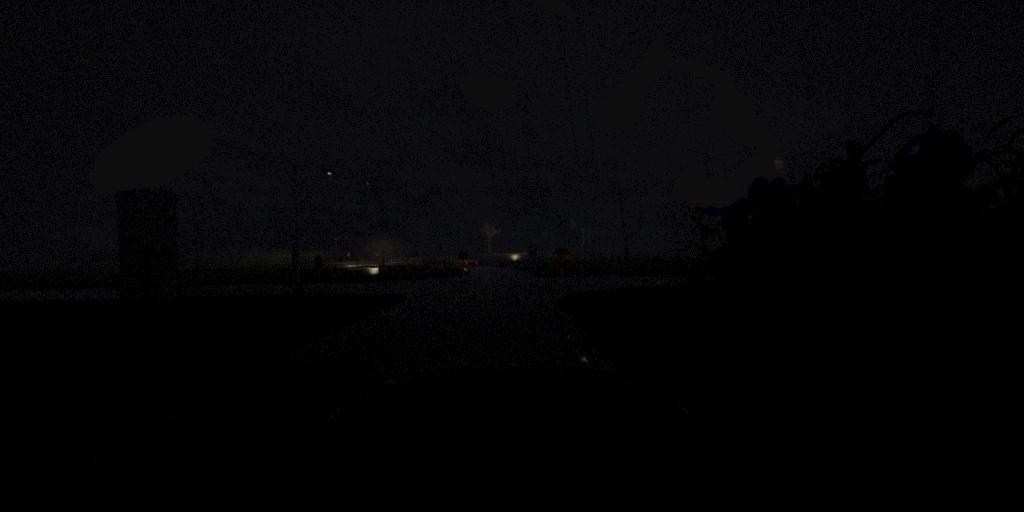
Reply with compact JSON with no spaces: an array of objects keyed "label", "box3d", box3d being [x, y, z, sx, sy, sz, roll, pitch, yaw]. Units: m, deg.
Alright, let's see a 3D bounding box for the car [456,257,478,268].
[{"label":"car","box3d":[-6.929,0.900,57.011,2.097,1.767,4.553,-1,0,-22]}]
